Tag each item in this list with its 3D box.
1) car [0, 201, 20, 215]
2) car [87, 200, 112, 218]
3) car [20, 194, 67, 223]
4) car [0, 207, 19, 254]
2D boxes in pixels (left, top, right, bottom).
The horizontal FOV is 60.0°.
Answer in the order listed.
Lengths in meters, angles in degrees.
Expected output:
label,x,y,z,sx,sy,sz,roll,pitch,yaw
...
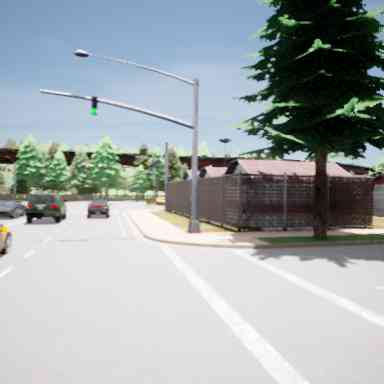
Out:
label,x,y,z,sx,sy,sz,roll,pitch,yaw
car,-15.018,1.408,27.248,2.033,1.411,5.357,1,0,-13
car,-8.163,1.443,29.311,1.837,1.490,4.892,1,0,-13
car,-10.595,1.129,24.510,2.150,2.045,5.566,1,0,-14
car,-7.025,1.410,10.033,1.882,1.535,5.008,1,0,-14
